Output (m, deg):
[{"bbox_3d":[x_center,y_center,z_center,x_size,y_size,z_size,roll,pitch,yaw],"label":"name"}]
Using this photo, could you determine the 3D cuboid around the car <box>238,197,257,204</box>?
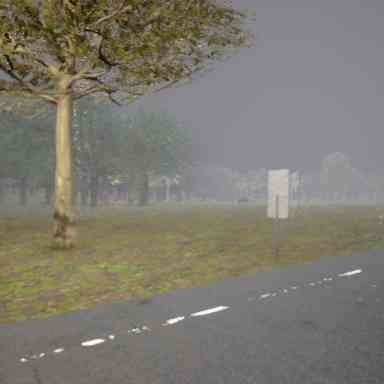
[{"bbox_3d":[12.530,1.886,74.911,1.837,1.490,4.892,2,-2,-36],"label":"car"}]
